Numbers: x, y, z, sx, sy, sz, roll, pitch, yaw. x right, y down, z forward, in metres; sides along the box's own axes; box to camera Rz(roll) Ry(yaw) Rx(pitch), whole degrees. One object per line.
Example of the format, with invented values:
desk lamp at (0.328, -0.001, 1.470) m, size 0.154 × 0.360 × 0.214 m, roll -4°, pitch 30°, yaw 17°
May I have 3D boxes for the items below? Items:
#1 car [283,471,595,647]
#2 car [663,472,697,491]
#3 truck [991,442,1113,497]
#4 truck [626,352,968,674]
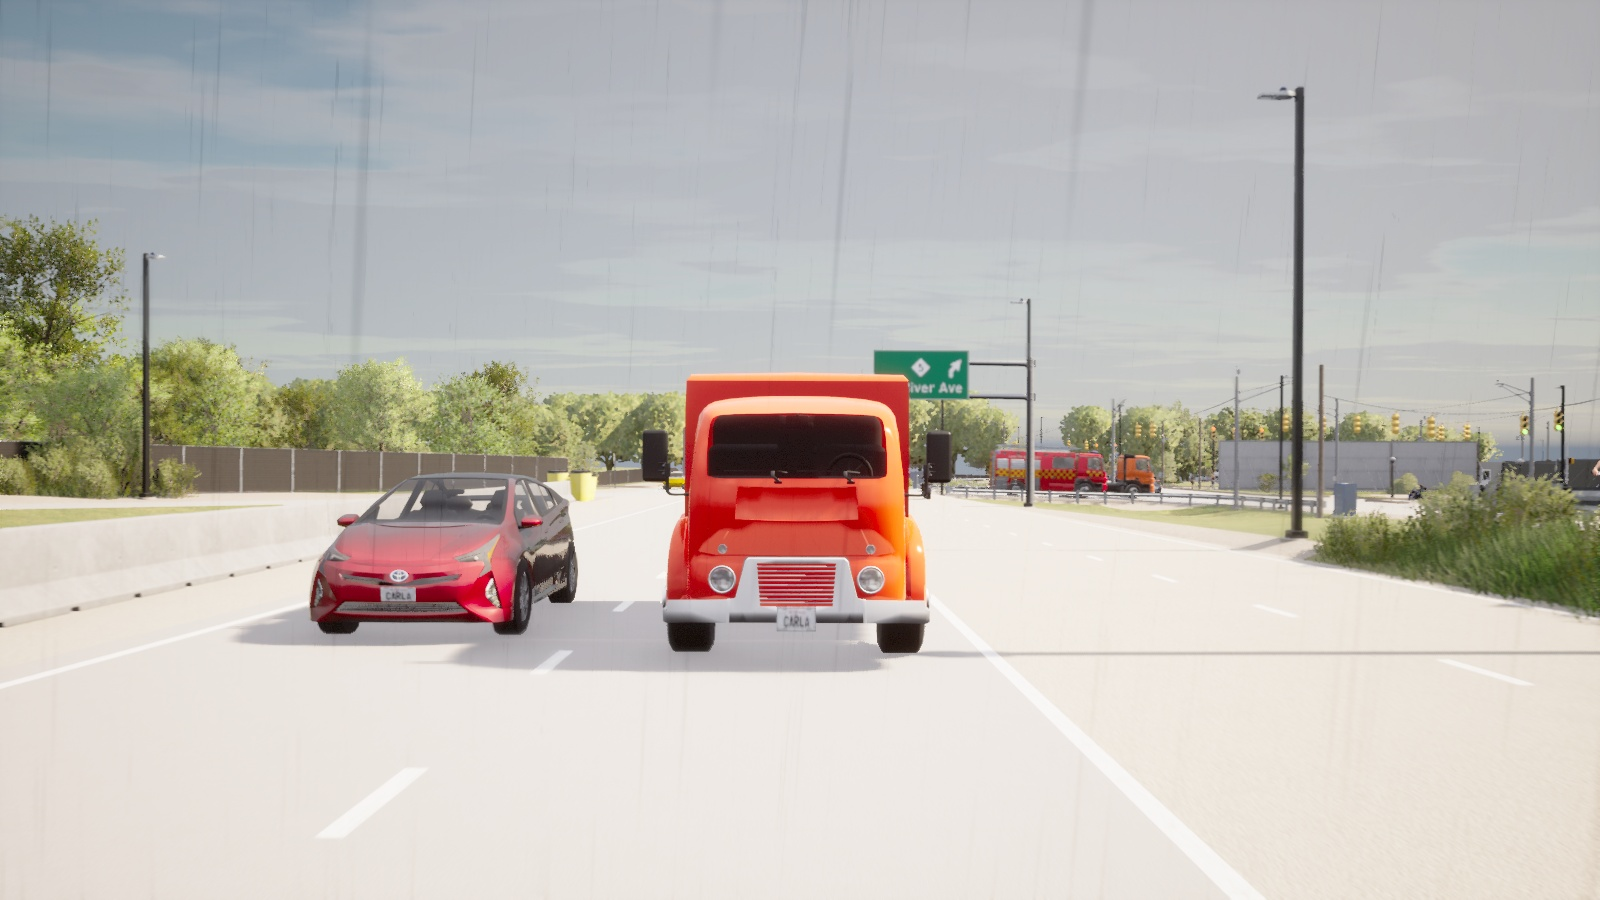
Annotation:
car at (-3.531, 0.993, 13.272) m, size 2.007 × 1.525 × 4.514 m, roll 0°, pitch -1°, yaw 0°
car at (-8.918, 2.347, 93.651) m, size 2.207 × 1.376 × 1.481 m, roll 0°, pitch -1°, yaw 9°
truck at (18.827, 1.483, 94.228) m, size 8.468 × 3.827 × 2.891 m, roll 2°, pitch -1°, yaw 0°
truck at (-0.030, 0.530, 12.269) m, size 2.627 × 2.467 × 5.204 m, roll 0°, pitch -1°, yaw 0°
